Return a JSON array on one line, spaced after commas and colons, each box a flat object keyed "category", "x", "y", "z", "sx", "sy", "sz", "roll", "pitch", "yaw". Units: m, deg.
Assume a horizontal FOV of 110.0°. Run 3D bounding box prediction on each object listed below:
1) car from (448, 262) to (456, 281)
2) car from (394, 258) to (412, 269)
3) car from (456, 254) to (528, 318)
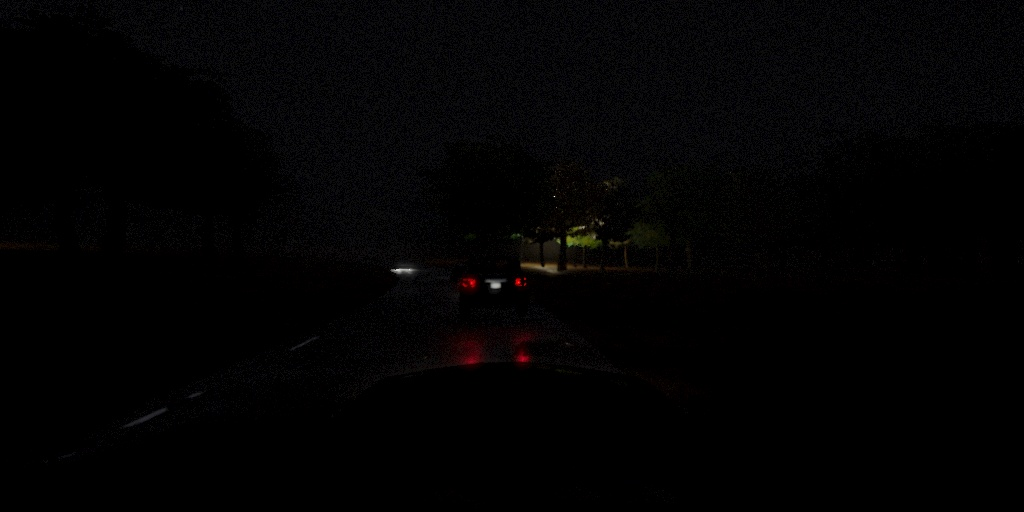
[{"category": "car", "x": -4.060, "y": 1.193, "z": 29.296, "sx": 1.837, "sy": 1.490, "sz": 4.892, "roll": 0, "pitch": 1, "yaw": -16}, {"category": "car", "x": -14.676, "y": 1.009, "z": 48.171, "sx": 1.994, "sy": 1.385, "sz": 4.181, "roll": 0, "pitch": 1, "yaw": -24}, {"category": "car", "x": -0.783, "y": 0.958, "z": 13.213, "sx": 2.150, "sy": 2.045, "sz": 5.566, "roll": 0, "pitch": 0, "yaw": -7}]
